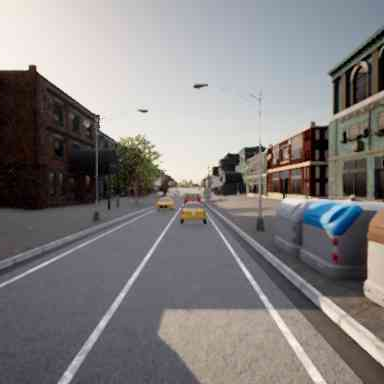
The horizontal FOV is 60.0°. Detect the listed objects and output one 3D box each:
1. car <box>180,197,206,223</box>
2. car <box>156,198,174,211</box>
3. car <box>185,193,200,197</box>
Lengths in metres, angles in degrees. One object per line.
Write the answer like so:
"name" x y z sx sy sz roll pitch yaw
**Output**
"car" 0.092 1.376 24.614 1.801 1.575 5.366 0 0 0
"car" -3.104 1.400 39.146 1.882 1.535 5.008 0 0 0
"car" 0.084 1.150 42.277 2.150 2.045 5.566 0 0 0
